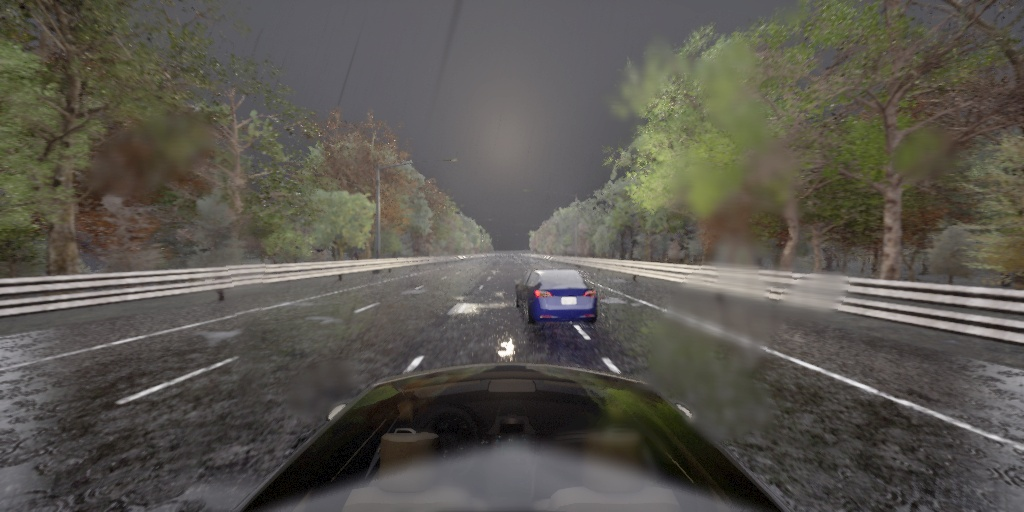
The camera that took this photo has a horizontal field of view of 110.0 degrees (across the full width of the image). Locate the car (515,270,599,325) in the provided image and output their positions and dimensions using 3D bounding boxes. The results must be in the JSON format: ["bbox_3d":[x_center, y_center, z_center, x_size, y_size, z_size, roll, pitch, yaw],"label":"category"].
[{"bbox_3d":[1.229,1.152,11.371,2.163,1.488,4.792,0,1,-5],"label":"car"}]
